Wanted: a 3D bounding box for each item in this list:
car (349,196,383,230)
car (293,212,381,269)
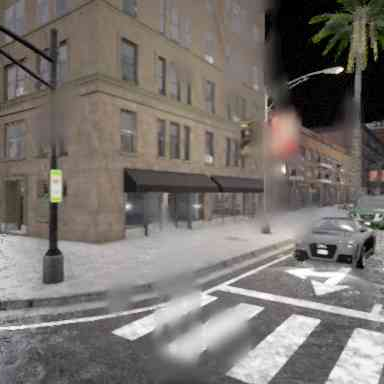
[{"bbox_3d":[10.496,1.264,19.164,2.150,2.045,5.566,0,0,36],"label":"car"},{"bbox_3d":[4.998,1.586,11.421,1.994,1.385,4.181,0,0,36],"label":"car"}]
